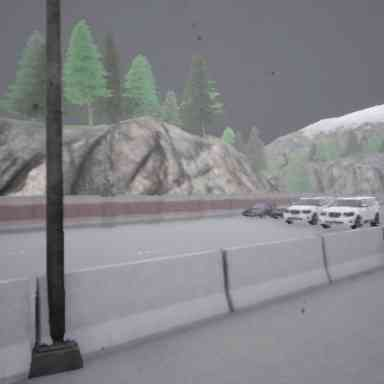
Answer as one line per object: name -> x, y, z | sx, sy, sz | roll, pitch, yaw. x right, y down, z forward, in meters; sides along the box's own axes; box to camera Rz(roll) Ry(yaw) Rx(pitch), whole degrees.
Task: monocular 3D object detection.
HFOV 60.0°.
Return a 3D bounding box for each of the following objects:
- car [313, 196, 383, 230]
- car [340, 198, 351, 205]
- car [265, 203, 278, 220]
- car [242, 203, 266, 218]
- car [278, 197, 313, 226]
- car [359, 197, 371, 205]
car -> 10.497, 1.330, 21.864 | 5.566, 2.045, 2.150 | 0, -1, -44
car -> 30.687, 1.908, 66.563 | 1.895, 1.301, 4.718 | -1, -1, 26
car -> 9.264, 1.767, 30.441 | 2.033, 1.411, 5.357 | -1, -1, 45
car -> 7.226, 1.827, 33.357 | 2.033, 1.411, 5.357 | -1, -1, 44
car -> 9.232, 1.387, 25.500 | 5.566, 2.045, 2.150 | 0, -1, -44
car -> 33.276, 1.694, 63.945 | 1.882, 1.535, 5.008 | -1, -1, 28
